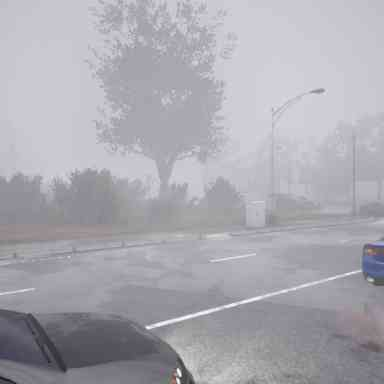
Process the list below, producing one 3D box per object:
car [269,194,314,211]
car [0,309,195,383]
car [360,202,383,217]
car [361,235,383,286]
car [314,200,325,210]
[{"bbox_3d":[11.727,1.220,40.943,2.150,2.045,5.566,0,0,-33],"label":"car"},{"bbox_3d":[-1.975,1.564,2.329,4.181,1.385,1.994,0,0,-36],"label":"car"},{"bbox_3d":[17.232,1.565,30.008,1.994,1.385,4.181,0,0,-14],"label":"car"},{"bbox_3d":[6.159,1.478,8.178,5.008,1.535,1.882,0,0,-36],"label":"car"},{"bbox_3d":[14.716,1.351,42.761,2.097,1.767,4.553,0,0,-33],"label":"car"}]
